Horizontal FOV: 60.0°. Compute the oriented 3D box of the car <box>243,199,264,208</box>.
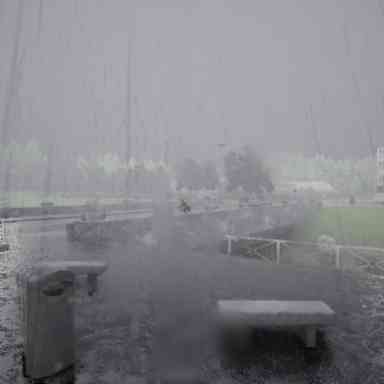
[{"bbox_3d":[8.375,1.557,44.145,1.994,1.385,4.181,0,0,35],"label":"car"}]

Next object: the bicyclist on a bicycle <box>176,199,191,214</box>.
[{"bbox_3d":[-0.596,1.343,24.329,1.656,1.620,0.582,0,0,35],"label":"bicyclist on a bicycle"}]
